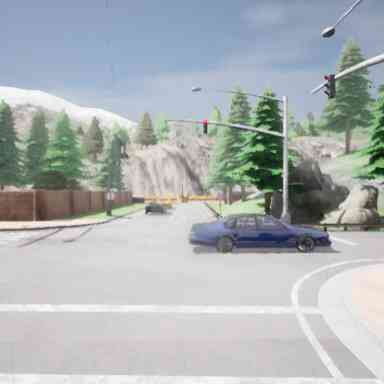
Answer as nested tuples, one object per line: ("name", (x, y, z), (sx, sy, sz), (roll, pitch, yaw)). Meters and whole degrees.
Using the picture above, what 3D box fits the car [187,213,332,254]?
("car", (2.487, 1.542, 12.968), (5.357, 1.411, 2.033), (0, 0, -2))

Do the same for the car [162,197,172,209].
("car", (-3.665, 1.456, 44.431), (1.882, 1.535, 5.008), (0, 0, 0))

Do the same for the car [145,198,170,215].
("car", (-3.652, 1.584, 34.217), (1.895, 1.301, 4.718), (0, 0, 0))
